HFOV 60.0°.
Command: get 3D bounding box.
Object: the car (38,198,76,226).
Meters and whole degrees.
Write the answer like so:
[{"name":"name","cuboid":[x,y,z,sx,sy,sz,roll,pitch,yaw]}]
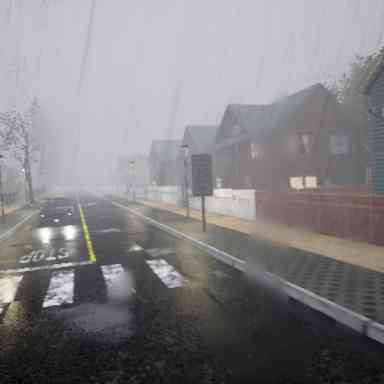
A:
[{"name":"car","cuboid":[-8.113,1.069,20.152,2.033,1.411,5.357,-3,2,-19]}]
